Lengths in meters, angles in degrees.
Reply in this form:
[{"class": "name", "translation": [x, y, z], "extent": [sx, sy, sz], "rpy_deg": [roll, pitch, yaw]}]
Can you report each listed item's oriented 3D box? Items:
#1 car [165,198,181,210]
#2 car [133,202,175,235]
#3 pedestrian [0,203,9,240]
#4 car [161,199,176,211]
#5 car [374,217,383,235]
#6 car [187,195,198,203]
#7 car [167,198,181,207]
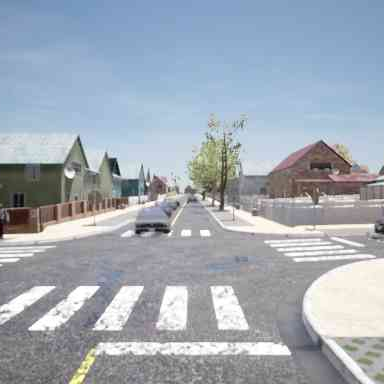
[{"class": "car", "translation": [-2.854, 1.521, 41.569], "extent": [2.128, 1.511, 4.902], "rpy_deg": [0, 0, 0]}, {"class": "car", "translation": [-2.368, 1.563, 19.323], "extent": [2.033, 1.411, 5.357], "rpy_deg": [0, 0, -8]}, {"class": "pedestrian", "translation": [-9.696, 1.473, 16.883], "extent": [0.375, 1.860, 0.375], "rpy_deg": [0, 0, 0]}, {"class": "car", "translation": [-2.856, 1.587, 30.649], "extent": [1.994, 1.385, 4.181], "rpy_deg": [0, 0, 0]}, {"class": "car", "translation": [10.350, 1.228, 14.094], "extent": [4.892, 1.490, 1.837], "rpy_deg": [-2, -1, 0]}, {"class": "car", "translation": [0.079, 1.387, 68.973], "extent": [2.097, 1.767, 4.553], "rpy_deg": [0, 0, 0]}, {"class": "car", "translation": [-2.827, 1.633, 52.957], "extent": [1.895, 1.301, 4.718], "rpy_deg": [0, 0, 0]}]
